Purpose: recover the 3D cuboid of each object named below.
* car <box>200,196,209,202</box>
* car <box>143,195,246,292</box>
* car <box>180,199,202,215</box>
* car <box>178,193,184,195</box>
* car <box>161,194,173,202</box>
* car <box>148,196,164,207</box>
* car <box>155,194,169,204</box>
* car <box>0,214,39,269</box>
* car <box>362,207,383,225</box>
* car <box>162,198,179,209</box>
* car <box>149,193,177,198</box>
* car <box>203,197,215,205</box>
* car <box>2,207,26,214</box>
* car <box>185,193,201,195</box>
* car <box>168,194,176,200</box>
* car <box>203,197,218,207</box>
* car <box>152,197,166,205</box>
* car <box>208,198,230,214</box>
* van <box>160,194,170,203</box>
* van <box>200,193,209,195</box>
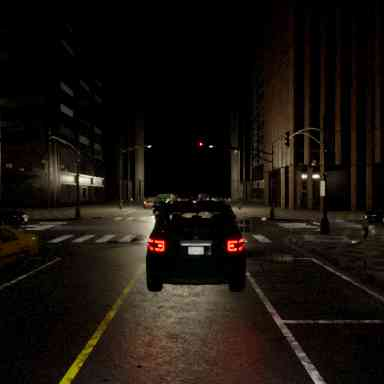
[{"bbox_3d":[2.930,1.596,80.450,1.947,1.339,4.313,0,0,0],"label":"car"},{"bbox_3d":[0.098,1.222,9.086,2.150,2.045,5.566,0,0,0],"label":"car"},{"bbox_3d":[-0.020,1.553,35.197,2.033,1.411,5.357,0,0,3],"label":"car"},{"bbox_3d":[-2.913,1.365,56.369,2.097,1.767,4.553,0,0,1],"label":"car"},{"bbox_3d":[-5.606,1.340,74.843,2.192,1.841,5.009,0,0,0],"label":"car"},{"bbox_3d":[-5.653,1.452,52.405,1.967,1.590,4.097,0,0,0],"label":"car"},{"bbox_3d":[-5.629,1.332,63.624,2.192,1.841,5.009,0,0,0],"label":"car"},{"bbox_3d":[-5.743,1.526,8.632,1.752,1.417,4.829,0,0,0],"label":"car"},{"bbox_3d":[14.853,1.568,23.832,4.892,1.490,1.837,0,0,0],"label":"car"},{"bbox_3d":[-2.935,1.573,46.491,1.994,1.385,4.181,0,0,1],"label":"car"},{"bbox_3d":[-2.996,1.228,36.619,2.150,2.045,5.566,0,0,0],"label":"car"},{"bbox_3d":[2.884,1.580,58.014,1.947,1.339,4.313,0,0,0],"label":"car"},{"bbox_3d":[-12.800,1.454,20.628,4.902,1.511,2.128,0,0,-3],"label":"car"},{"bbox_3d":[0.136,1.510,65.845,2.128,1.511,4.902,0,0,0],"label":"car"},{"bbox_3d":[-5.572,1.482,91.671,1.967,1.590,4.097,0,0,0],"label":"car"},{"bbox_3d":[2.872,1.562,52.405,2.008,1.369,4.403,0,0,0],"label":"car"},{"bbox_3d":[-5.641,1.565,58.014,2.008,1.369,4.403,0,0,0],"label":"car"},{"bbox_3d":[2.838,1.446,35.579,1.967,1.590,4.097,0,0,0],"label":"car"},{"bbox_3d":[-5.618,1.362,69.232,1.690,1.788,3.998,0,0,0],"label":"van"},{"bbox_3d":[2.907,1.362,69.232,1.690,1.788,3.998,0,0,0],"label":"van"}]
